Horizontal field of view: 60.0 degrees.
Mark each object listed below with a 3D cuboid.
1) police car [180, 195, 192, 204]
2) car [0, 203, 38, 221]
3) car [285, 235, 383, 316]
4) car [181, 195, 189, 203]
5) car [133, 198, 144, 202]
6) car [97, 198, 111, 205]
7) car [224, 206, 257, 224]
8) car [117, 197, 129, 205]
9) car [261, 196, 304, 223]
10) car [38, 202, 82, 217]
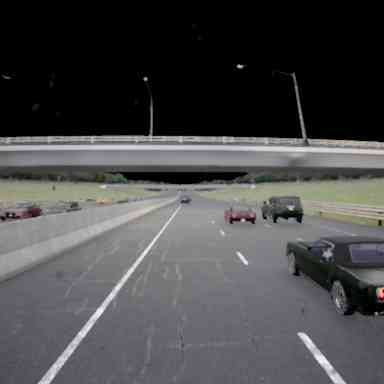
[{"bbox_3d":[-1.575,1.881,73.392,1.930,1.638,5.238,0,-1,-1],"label":"police car"},{"bbox_3d":[-14.172,1.654,27.968,1.994,1.385,4.181,0,0,0],"label":"car"},{"bbox_3d":[3.595,1.625,7.472,1.895,1.301,4.718,0,0,0],"label":"car"},{"bbox_3d":[-1.728,1.788,83.322,2.150,2.045,5.566,0,-1,-1],"label":"car"},{"bbox_3d":[-10.953,1.934,68.159,2.033,1.411,5.357,0,-1,-1],"label":"car"},{"bbox_3d":[-17.947,1.870,67.641,1.882,1.535,5.008,0,-1,-1],"label":"car"},{"bbox_3d":[3.541,1.681,25.281,1.895,1.301,4.718,0,0,0],"label":"car"},{"bbox_3d":[-14.483,1.885,70.328,1.882,1.535,5.008,0,-1,-1],"label":"car"},{"bbox_3d":[7.035,1.305,26.346,2.150,2.045,5.566,0,0,0],"label":"car"},{"bbox_3d":[-10.670,1.594,27.843,1.837,1.490,4.892,0,0,0],"label":"car"}]
